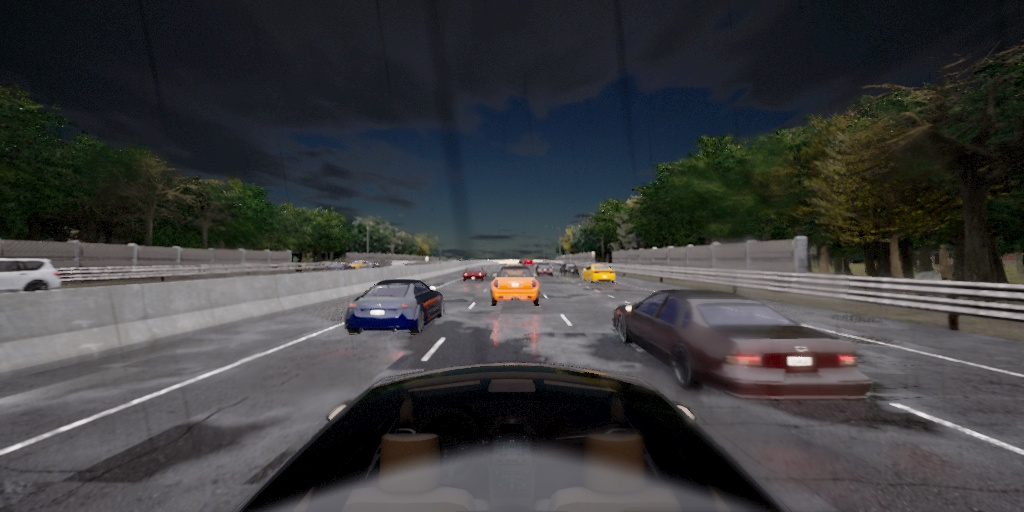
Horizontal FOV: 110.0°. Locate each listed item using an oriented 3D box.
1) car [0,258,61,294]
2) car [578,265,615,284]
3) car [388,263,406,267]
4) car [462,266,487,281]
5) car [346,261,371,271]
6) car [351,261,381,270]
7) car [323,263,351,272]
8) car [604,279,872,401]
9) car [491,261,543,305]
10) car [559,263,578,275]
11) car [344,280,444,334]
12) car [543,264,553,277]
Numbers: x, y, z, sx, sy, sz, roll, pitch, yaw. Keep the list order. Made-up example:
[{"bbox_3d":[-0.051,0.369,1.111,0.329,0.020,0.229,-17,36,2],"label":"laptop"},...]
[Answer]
[{"bbox_3d":[-24.560,1.109,16.250,2.150,2.045,5.566,0,0,0],"label":"car"},{"bbox_3d":[7.178,1.468,30.153,1.882,1.535,5.008,0,-1,0],"label":"car"},{"bbox_3d":[-13.975,1.582,43.805,1.812,1.442,4.674,0,0,0],"label":"car"},{"bbox_3d":[-3.313,1.606,32.882,1.895,1.301,4.718,0,0,0],"label":"car"},{"bbox_3d":[-24.403,1.570,57.281,1.882,1.535,5.008,0,0,1],"label":"car"},{"bbox_3d":[-17.473,1.620,43.801,1.994,1.385,4.181,0,0,0],"label":"car"},{"bbox_3d":[-20.976,1.603,43.763,2.033,1.411,5.357,0,0,0],"label":"car"},{"bbox_3d":[3.512,1.358,6.877,2.033,1.411,5.357,0,-1,0],"label":"car"},{"bbox_3d":[0.141,1.251,17.175,2.097,1.767,4.553,0,0,0],"label":"car"},{"bbox_3d":[7.222,1.591,45.365,1.812,1.442,4.674,0,0,0],"label":"car"},{"bbox_3d":[-3.376,1.411,11.021,1.994,1.385,4.181,0,0,0],"label":"car"},{"bbox_3d":[3.611,1.597,41.330,2.033,1.411,5.357,0,0,0],"label":"car"}]
